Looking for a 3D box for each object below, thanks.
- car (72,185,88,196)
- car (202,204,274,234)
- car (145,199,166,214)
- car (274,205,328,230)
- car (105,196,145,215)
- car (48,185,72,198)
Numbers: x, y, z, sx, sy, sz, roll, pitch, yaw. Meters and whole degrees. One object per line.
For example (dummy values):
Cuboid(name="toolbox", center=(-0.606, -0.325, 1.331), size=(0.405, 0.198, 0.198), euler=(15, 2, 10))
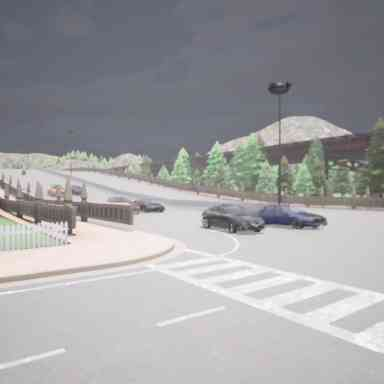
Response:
Cuboid(name="car", center=(-18.234, -0.233, 53.318), size=(1.837, 1.490, 4.892), euler=(0, 6, -36))
Cuboid(name="car", center=(2.265, 1.501, 19.233), size=(1.837, 1.490, 4.892), euler=(1, -1, -26))
Cuboid(name="car", center=(-4.887, 1.450, 35.509), size=(2.033, 1.411, 5.357), euler=(0, 2, -37))
Cuboid(name="car", center=(5.866, 1.542, 21.375), size=(2.033, 1.411, 5.357), euler=(0, 0, -37))
Cuboid(name="car", center=(-6.838, 1.289, 32.297), size=(2.097, 1.767, 4.553), euler=(0, 1, -37))
Cuboid(name="car", center=(-20.105, -0.206, 49.955), size=(2.097, 1.767, 4.553), euler=(0, 7, -36))
